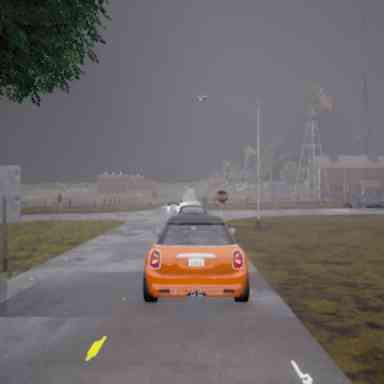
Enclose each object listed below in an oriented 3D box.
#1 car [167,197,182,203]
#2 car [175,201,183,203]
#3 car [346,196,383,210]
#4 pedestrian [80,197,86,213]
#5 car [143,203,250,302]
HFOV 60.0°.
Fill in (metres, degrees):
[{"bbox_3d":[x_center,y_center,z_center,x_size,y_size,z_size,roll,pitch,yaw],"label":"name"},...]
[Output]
[{"bbox_3d":[-2.926,1.527,52.945,1.837,1.490,4.892,0,-1,0],"label":"car"},{"bbox_3d":[0.017,1.473,18.329,1.837,1.490,4.892,0,0,-2],"label":"car"},{"bbox_3d":[18.103,1.121,34.178,4.181,1.385,1.994,-1,1,0],"label":"car"},{"bbox_3d":[-12.220,1.408,37.306,0.375,1.860,0.375,0,2,0],"label":"pedestrian"},{"bbox_3d":[0.080,1.331,8.347,2.097,1.767,4.553,0,0,0],"label":"car"}]
